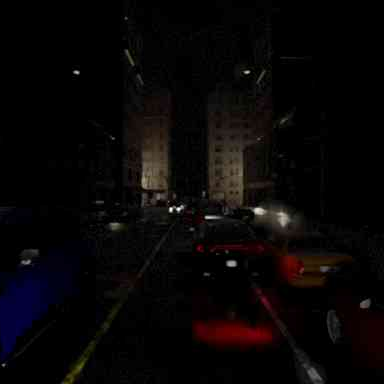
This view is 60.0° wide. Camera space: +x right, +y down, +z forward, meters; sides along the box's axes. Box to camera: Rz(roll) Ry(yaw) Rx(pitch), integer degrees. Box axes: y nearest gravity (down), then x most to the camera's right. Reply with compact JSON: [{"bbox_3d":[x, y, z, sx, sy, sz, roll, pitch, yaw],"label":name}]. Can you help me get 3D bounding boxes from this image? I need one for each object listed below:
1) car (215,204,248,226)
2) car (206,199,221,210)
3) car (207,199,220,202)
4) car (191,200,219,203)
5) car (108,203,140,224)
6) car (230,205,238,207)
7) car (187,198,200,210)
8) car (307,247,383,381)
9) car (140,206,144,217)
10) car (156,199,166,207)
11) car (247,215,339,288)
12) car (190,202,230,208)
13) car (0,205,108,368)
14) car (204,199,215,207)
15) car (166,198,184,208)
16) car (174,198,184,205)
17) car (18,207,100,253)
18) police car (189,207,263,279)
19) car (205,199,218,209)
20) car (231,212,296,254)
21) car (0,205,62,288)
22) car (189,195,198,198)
[{"bbox_3d":[2.970,1.721,25.824,2.008,1.369,4.403,-1,0,0],"label":"car"},{"bbox_3d":[3.071,1.835,48.337,1.752,1.417,4.829,-1,0,0],"label":"car"},{"bbox_3d":[3.045,1.826,42.581,2.008,1.369,4.403,-1,0,0],"label":"car"},{"bbox_3d":[1.010,1.679,26.302,1.837,1.490,4.892,0,0,0],"label":"car"},{"bbox_3d":[-5.569,1.609,25.861,1.967,1.590,4.097,-1,0,0],"label":"car"},{"bbox_3d":[2.944,1.700,20.238,1.947,1.339,4.313,-1,0,0],"label":"car"},{"bbox_3d":[0.213,1.906,47.675,1.895,1.301,4.718,0,0,1],"label":"car"},{"bbox_3d":[2.869,1.607,3.481,1.802,1.307,4.206,-1,0,0],"label":"car"},{"bbox_3d":[-5.544,1.787,31.446,1.802,1.307,4.206,-1,0,0],"label":"car"},{"bbox_3d":[-5.424,1.917,59.374,1.887,1.381,4.507,-1,0,0],"label":"car"},{"bbox_3d":[2.894,1.588,9.237,1.752,1.417,4.829,-1,0,0],"label":"car"},{"bbox_3d":[0.984,1.613,20.303,1.882,1.535,5.008,0,0,0],"label":"car"},{"bbox_3d":[-3.082,1.254,4.861,2.150,2.045,5.566,0,0,0],"label":"car"},{"bbox_3d":[3.121,1.956,59.338,1.802,1.307,4.206,-1,0,0],"label":"car"},{"bbox_3d":[-2.786,1.914,55.320,1.994,1.385,4.181,0,0,1],"label":"car"},{"bbox_3d":[-2.710,1.933,68.321,1.837,1.490,4.892,0,0,0],"label":"car"},{"bbox_3d":[-5.617,1.537,14.690,1.967,1.590,4.097,-1,0,0],"label":"car"},{"bbox_3d":[0.942,1.495,10.413,1.930,1.638,5.238,0,0,0],"label":"police car"},{"bbox_3d":[3.096,1.907,53.752,1.947,1.339,4.313,-1,0,0],"label":"car"},{"bbox_3d":[2.919,1.664,14.652,1.947,1.339,4.313,-1,0,0],"label":"car"},{"bbox_3d":[-5.643,1.375,9.105,2.192,1.841,5.009,-1,0,0],"label":"car"},{"bbox_3d":[0.261,1.608,61.512,2.150,2.045,5.566,0,0,0],"label":"car"}]
